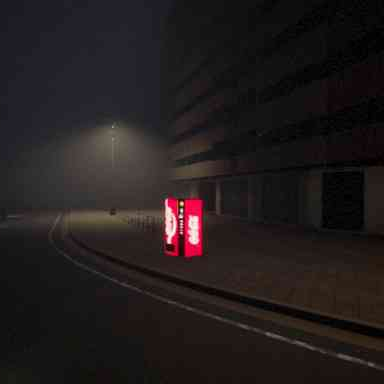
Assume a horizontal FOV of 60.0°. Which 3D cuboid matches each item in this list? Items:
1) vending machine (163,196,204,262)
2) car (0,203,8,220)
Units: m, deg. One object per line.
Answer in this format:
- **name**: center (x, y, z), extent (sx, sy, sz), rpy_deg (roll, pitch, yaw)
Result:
- **vending machine**: center (-0.287, 1.195, 11.318), extent (1.100, 2.100, 0.880), rpy_deg (0, 0, -39)
- **car**: center (-16.486, 1.526, 27.322), extent (1.812, 1.442, 4.674), rpy_deg (0, 0, -20)
